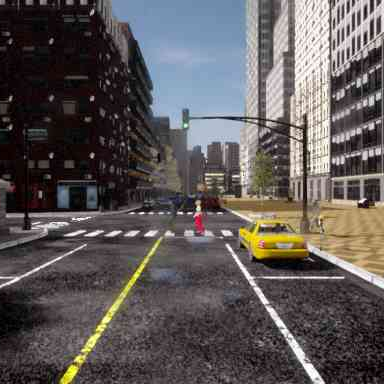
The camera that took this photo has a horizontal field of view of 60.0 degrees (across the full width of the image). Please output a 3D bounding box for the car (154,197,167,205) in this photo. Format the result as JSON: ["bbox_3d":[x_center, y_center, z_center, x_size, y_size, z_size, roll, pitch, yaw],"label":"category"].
[{"bbox_3d":[-5.703,1.594,60.769,2.008,1.369,4.403,0,0,0],"label":"car"}]

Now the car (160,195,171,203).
[{"bbox_3d":[-5.706,1.503,71.823,1.967,1.590,4.097,0,0,0],"label":"car"}]

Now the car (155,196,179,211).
[{"bbox_3d":[-3.104,1.566,41.892,2.033,1.411,5.357,0,0,0],"label":"car"}]

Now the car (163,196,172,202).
[{"bbox_3d":[-5.706,1.655,77.350,1.802,1.307,4.206,0,0,0],"label":"car"}]

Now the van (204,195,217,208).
[{"bbox_3d":[2.677,1.368,49.717,1.690,1.788,3.998,0,0,0],"label":"van"}]

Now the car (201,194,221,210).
[{"bbox_3d":[2.678,1.336,44.192,2.192,1.841,5.009,0,0,0],"label":"car"}]

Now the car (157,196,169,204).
[{"bbox_3d":[-5.704,1.597,66.295,1.887,1.381,4.507,0,0,0],"label":"car"}]

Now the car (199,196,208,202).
[{"bbox_3d":[2.674,1.618,77.351,1.887,1.381,4.507,0,0,0],"label":"car"}]

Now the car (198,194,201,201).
[{"bbox_3d":[2.675,1.367,66.297,2.192,1.841,5.009,0,0,0],"label":"car"}]

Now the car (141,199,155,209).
[{"bbox_3d":[-5.700,1.571,44.190,2.008,1.369,4.403,0,0,0],"label":"car"}]

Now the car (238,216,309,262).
[{"bbox_3d":[2.684,1.526,11.948,1.752,1.417,4.829,0,0,0],"label":"car"}]

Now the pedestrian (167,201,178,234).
[{"bbox_3d":[-1.046,1.312,17.658,0.375,1.860,0.375,0,0,0],"label":"pedestrian"}]

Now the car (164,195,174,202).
[{"bbox_3d":[-5.708,1.524,82.876,1.967,1.590,4.097,0,0,0],"label":"car"}]

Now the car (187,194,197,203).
[{"bbox_3d":[-0.012,1.618,73.383,1.994,1.385,4.181,0,0,0],"label":"car"}]

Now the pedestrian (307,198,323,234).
[{"bbox_3d":[6.093,1.144,16.459,0.375,1.860,0.375,0,0,0],"label":"pedestrian"}]

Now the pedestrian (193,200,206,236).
[{"bbox_3d":[0.383,1.305,17.119,0.375,1.860,0.375,0,0,0],"label":"pedestrian"}]

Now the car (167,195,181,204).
[{"bbox_3d":[-3.094,1.507,52.078,1.882,1.535,5.008,0,0,0],"label":"car"}]

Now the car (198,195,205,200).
[{"bbox_3d":[2.672,1.633,94.101,1.752,1.417,4.829,0,0,0],"label":"car"}]
